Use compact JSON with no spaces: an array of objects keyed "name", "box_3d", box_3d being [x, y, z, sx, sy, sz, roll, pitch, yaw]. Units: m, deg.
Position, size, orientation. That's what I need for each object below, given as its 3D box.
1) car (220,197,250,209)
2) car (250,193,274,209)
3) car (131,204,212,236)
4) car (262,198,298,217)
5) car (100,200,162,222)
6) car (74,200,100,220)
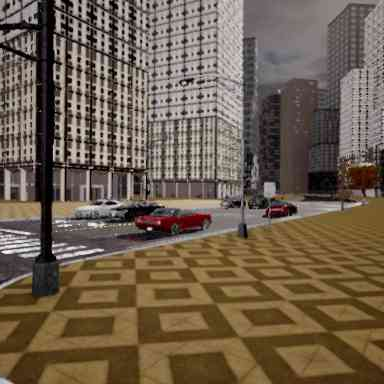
[{"name":"car","box_3d":[5.549,1.431,45.050,2.128,1.511,4.902,1,0,34]},{"name":"car","box_3d":[9.496,1.214,45.108,2.150,2.045,5.566,1,0,33]},{"name":"car","box_3d":[-0.817,1.509,18.006,1.895,1.301,4.718,1,0,34]},{"name":"car","box_3d":[8.782,1.576,32.165,1.994,1.385,4.181,1,0,34]},{"name":"car","box_3d":[-4.060,1.342,24.982,2.128,1.511,4.902,1,0,34]},{"name":"car","box_3d":[-7.068,1.333,26.339,1.812,1.442,4.674,1,0,34]}]
